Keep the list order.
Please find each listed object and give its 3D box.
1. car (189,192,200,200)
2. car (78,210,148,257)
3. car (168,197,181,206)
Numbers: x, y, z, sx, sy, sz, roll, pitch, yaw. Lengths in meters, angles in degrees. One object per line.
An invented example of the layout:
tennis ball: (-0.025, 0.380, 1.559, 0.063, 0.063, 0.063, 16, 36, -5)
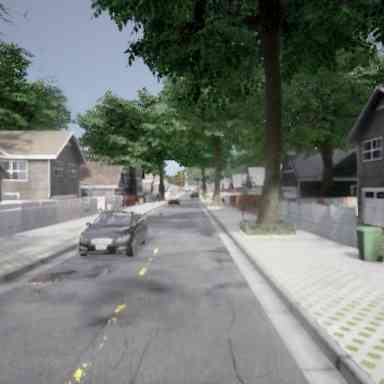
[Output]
car: (0.877, 0.983, 91.246, 2.150, 2.045, 5.566, -5, 0, 0)
car: (-2.849, 1.468, 12.876, 2.128, 1.511, 4.902, 0, 0, 0)
car: (-2.816, 1.513, 53.391, 1.895, 1.301, 4.718, 0, 0, 0)
